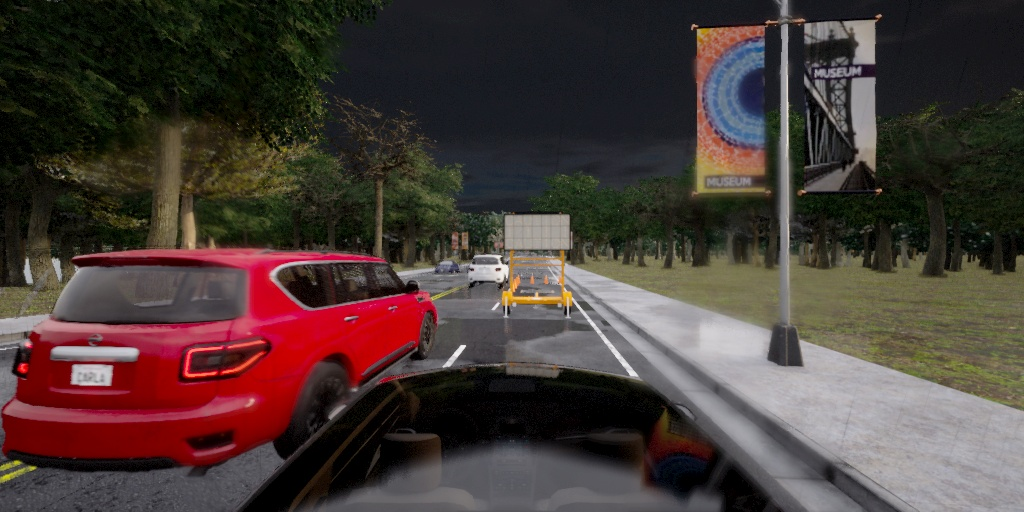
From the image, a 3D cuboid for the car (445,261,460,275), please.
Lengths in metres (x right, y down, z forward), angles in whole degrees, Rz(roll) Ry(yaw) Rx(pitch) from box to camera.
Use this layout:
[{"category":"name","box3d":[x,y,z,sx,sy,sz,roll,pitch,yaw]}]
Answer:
[{"category":"car","box3d":[-7.028,1.231,39.156,1.812,1.442,4.674,0,0,4]}]

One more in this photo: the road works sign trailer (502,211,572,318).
[{"category":"road works sign trailer","box3d":[0.904,0.210,12.951,2.380,3.560,2.880,0,0,4]}]

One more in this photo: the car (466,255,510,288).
[{"category":"car","box3d":[-1.446,0.958,24.026,2.150,2.045,5.566,0,0,4]}]

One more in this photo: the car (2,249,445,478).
[{"category":"car","box3d":[-2.797,0.967,5.223,2.150,2.045,5.566,0,-1,4]}]
